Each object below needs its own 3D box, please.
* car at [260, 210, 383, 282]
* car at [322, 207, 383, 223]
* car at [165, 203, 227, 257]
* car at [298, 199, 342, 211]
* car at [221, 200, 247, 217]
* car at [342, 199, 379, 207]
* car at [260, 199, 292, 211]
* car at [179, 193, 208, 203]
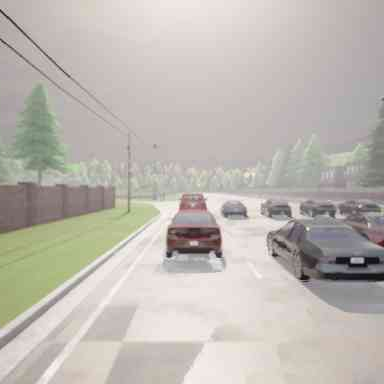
[{"bbox_3d":[3.552,1.495,9.617,2.033,1.411,5.357,0,0,1],"label":"car"},{"bbox_3d":[7.080,1.492,13.234,1.994,1.385,4.181,0,0,0],"label":"car"},{"bbox_3d":[0.076,1.409,12.672,1.882,1.535,5.008,0,0,0],"label":"car"},{"bbox_3d":[10.594,1.353,28.419,1.837,1.490,4.892,0,1,0],"label":"car"},{"bbox_3d":[3.596,1.407,29.030,1.994,1.385,4.181,0,0,0],"label":"car"},{"bbox_3d":[14.094,1.353,28.414,1.837,1.490,4.892,0,1,0],"label":"car"},{"bbox_3d":[7.094,1.353,28.407,1.837,1.490,4.892,0,1,0],"label":"car"},{"bbox_3d":[0.087,1.076,27.233,2.150,2.045,5.566,0,1,0],"label":"car"}]
